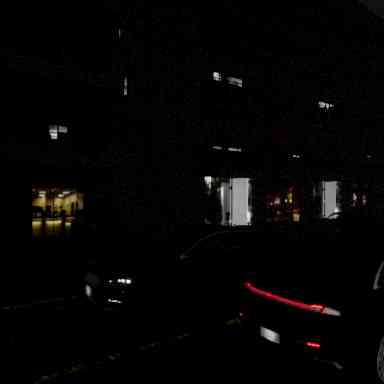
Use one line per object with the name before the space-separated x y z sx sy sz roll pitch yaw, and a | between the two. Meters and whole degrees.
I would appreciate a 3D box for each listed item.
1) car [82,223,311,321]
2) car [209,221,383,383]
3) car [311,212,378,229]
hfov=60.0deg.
car | 0.151 1.492 7.350 4.902 1.511 2.128 0 0 -36
car | 2.898 1.491 5.376 4.902 1.511 2.128 0 0 -35
car | 7.172 1.583 15.538 4.206 1.307 1.802 0 0 -35
